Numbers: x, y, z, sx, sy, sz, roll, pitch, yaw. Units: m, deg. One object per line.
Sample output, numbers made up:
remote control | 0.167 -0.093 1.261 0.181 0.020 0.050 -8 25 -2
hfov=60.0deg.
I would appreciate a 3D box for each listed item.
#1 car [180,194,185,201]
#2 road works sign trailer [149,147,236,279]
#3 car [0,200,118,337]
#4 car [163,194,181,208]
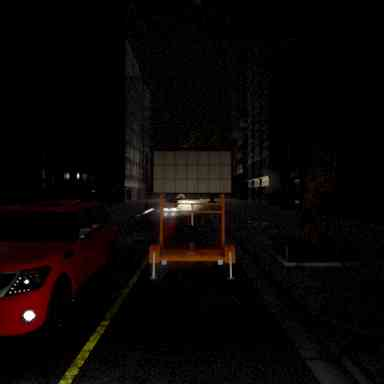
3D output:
car | -2.904 1.345 87.653 2.097 1.767 4.553 0 0 0
road works sign trailer | 0.011 0.464 10.002 2.380 3.560 2.880 0 0 0
car | -3.092 1.221 6.989 2.150 2.045 5.566 0 0 0
car | -3.047 1.491 47.270 2.128 1.511 4.902 0 0 0
